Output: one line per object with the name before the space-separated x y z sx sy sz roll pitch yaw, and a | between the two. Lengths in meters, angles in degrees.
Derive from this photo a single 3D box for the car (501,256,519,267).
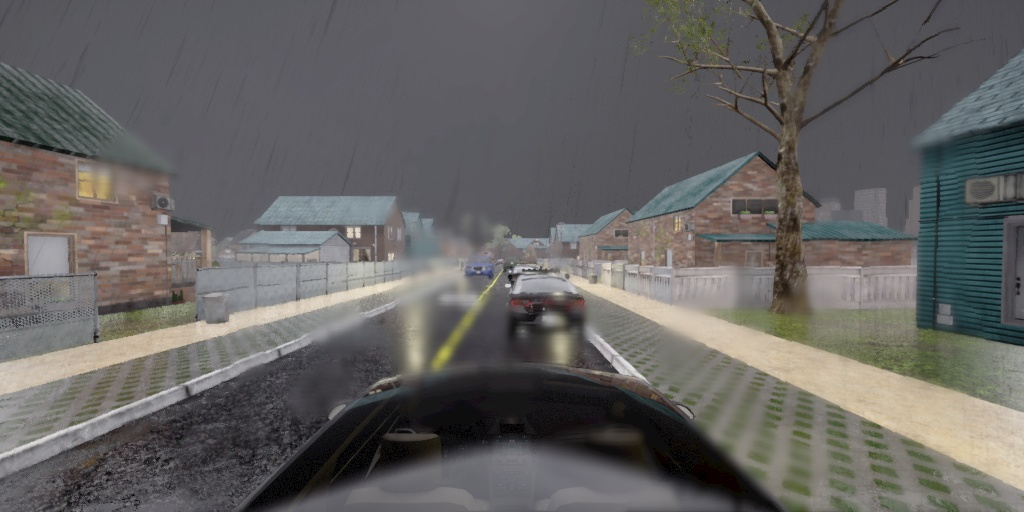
car | 0.029 1.026 47.008 2.150 2.045 5.566 0 0 0

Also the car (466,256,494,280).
car | -2.744 0.994 31.942 2.150 2.045 5.566 0 0 0

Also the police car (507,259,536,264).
police car | 0.828 1.182 20.362 1.930 1.638 5.238 0 0 0

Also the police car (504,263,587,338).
police car | 0.827 1.174 10.360 1.930 1.638 5.238 0 0 0
